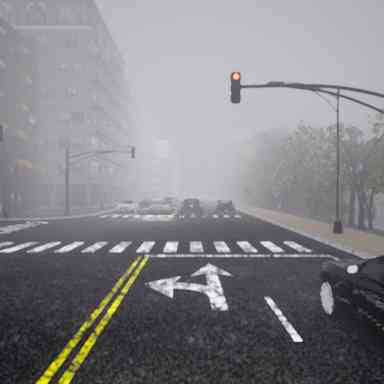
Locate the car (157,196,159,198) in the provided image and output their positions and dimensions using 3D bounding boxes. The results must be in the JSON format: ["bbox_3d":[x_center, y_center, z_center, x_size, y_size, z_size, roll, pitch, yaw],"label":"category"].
[{"bbox_3d":[-6.802,1.534,66.857,1.812,1.442,4.674,0,0,0],"label":"car"}]

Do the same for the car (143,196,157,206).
[{"bbox_3d":[-6.804,1.601,50.263,1.895,1.301,4.718,0,0,0],"label":"car"}]

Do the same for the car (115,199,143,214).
[{"bbox_3d":[-6.807,1.522,35.581,1.812,1.442,4.674,0,0,2],"label":"car"}]

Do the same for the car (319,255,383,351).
[{"bbox_3d":[3.335,1.476,4.318,1.882,1.535,5.008,0,0,0],"label":"car"}]

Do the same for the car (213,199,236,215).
[{"bbox_3d":[3.212,1.487,33.374,2.128,1.511,4.902,0,0,0],"label":"car"}]

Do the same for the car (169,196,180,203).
[{"bbox_3d":[-3.544,1.573,68.068,1.994,1.385,4.181,0,0,0],"label":"car"}]

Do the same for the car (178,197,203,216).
[{"bbox_3d":[-0.037,1.348,32.802,2.097,1.767,4.553,0,0,0],"label":"car"}]

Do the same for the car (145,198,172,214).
[{"bbox_3d":[-3.498,1.597,35.723,1.895,1.301,4.718,0,0,0],"label":"car"}]

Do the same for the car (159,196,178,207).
[{"bbox_3d":[-3.555,1.506,50.647,1.837,1.490,4.892,0,0,0],"label":"car"}]
